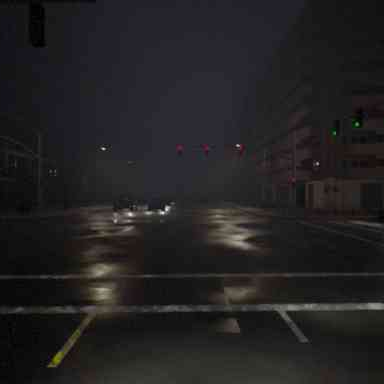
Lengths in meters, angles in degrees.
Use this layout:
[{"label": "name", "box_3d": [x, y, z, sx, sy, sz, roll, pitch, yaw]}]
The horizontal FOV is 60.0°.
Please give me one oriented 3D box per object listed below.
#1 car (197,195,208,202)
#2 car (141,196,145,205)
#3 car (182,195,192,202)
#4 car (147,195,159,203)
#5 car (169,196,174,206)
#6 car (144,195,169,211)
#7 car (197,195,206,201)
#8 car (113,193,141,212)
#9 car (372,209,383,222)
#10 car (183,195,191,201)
[{"label": "car", "box_3d": [2.408, 1.454, 70.103, 1.994, 1.385, 4.181, 0, 0, -1]}, {"label": "car", "box_3d": [-7.900, 1.409, 53.559, 1.882, 1.535, 5.008, 0, 0, -1]}, {"label": "car", "box_3d": [-1.085, 1.428, 69.650, 1.812, 1.442, 4.674, 0, 0, -1]}, {"label": "car", "box_3d": [-8.076, 1.406, 69.032, 1.837, 1.490, 4.892, 0, 0, -1]}, {"label": "car", "box_3d": [-4.390, 1.423, 52.538, 2.128, 1.511, 4.902, 0, 0, -1]}, {"label": "car", "box_3d": [-4.207, 1.425, 40.221, 1.882, 1.535, 5.008, 0, 0, -1]}, {"label": "car", "box_3d": [2.251, 1.481, 80.046, 1.895, 1.301, 4.718, 0, 0, -1]}, {"label": "car", "box_3d": [-7.687, 1.173, 38.839, 2.150, 2.045, 5.566, 0, 0, -1]}, {"label": "car", "box_3d": [15.865, 1.540, 24.552, 4.674, 1.442, 1.812, 0, 0, -1]}, {"label": "car", "box_3d": [-1.248, 1.440, 79.959, 1.994, 1.385, 4.181, 0, 0, -1]}]
